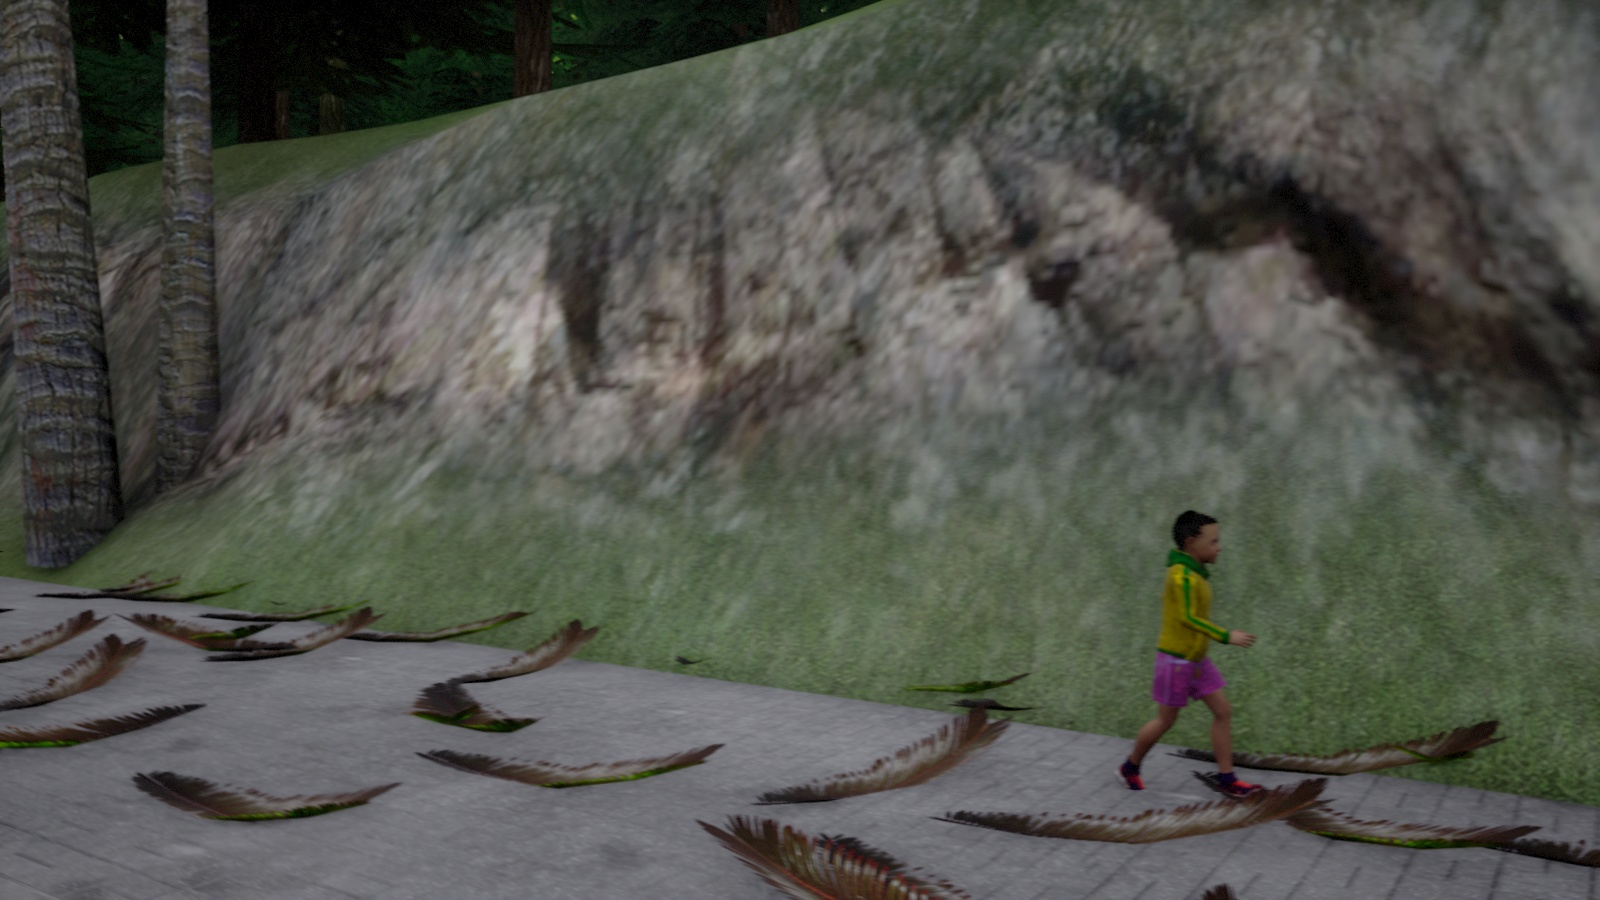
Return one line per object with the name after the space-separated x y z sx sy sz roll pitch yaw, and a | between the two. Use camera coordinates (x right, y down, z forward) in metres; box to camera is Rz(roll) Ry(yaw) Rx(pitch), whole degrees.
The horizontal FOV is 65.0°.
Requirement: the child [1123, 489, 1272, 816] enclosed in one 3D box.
1.512 0.736 4.776 0.473 1.160 0.299 0 1 33 | child
